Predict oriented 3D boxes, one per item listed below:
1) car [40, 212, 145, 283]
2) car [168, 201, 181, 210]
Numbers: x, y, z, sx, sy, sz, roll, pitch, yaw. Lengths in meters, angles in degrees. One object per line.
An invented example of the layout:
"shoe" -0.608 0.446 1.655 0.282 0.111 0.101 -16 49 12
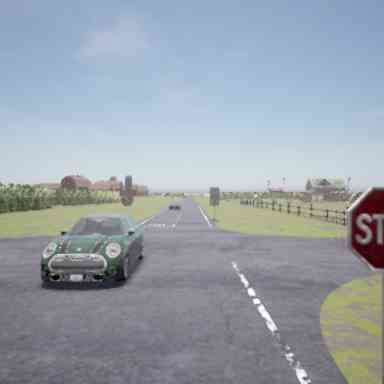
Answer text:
"car" -2.744 1.469 10.145 2.097 1.767 4.553 0 -1 0
"car" -2.717 2.113 53.266 2.033 1.411 5.357 0 -1 0
